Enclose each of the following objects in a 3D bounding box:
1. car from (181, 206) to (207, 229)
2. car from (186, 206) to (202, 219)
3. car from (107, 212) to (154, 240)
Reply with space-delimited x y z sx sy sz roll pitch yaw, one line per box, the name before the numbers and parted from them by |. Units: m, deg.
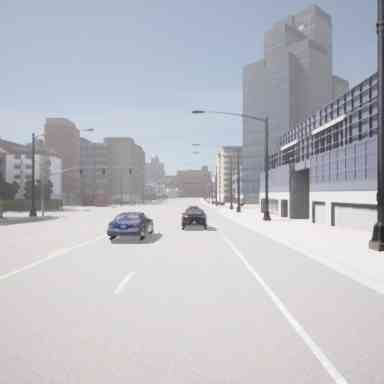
car | 0.176 2.016 25.772 2.128 1.511 4.902 0 -2 0
car | 0.213 2.476 40.760 1.837 1.490 4.892 0 -2 1
car | -3.344 1.833 18.768 2.033 1.411 5.357 0 -2 0
